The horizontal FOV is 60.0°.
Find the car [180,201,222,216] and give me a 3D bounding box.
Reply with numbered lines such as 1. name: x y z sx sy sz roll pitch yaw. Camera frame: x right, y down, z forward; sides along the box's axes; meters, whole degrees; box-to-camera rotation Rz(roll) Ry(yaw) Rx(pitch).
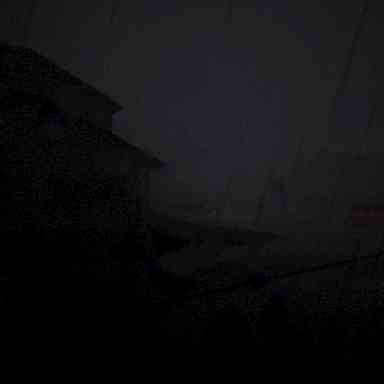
1. car: 0.825 1.601 32.931 1.895 1.301 4.718 0 0 -35

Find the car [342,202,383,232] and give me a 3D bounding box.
1. car: 10.533 1.351 17.889 2.097 1.767 4.553 0 0 -25

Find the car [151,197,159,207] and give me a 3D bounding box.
1. car: -6.751 1.526 50.831 1.812 1.442 4.674 0 0 -36
